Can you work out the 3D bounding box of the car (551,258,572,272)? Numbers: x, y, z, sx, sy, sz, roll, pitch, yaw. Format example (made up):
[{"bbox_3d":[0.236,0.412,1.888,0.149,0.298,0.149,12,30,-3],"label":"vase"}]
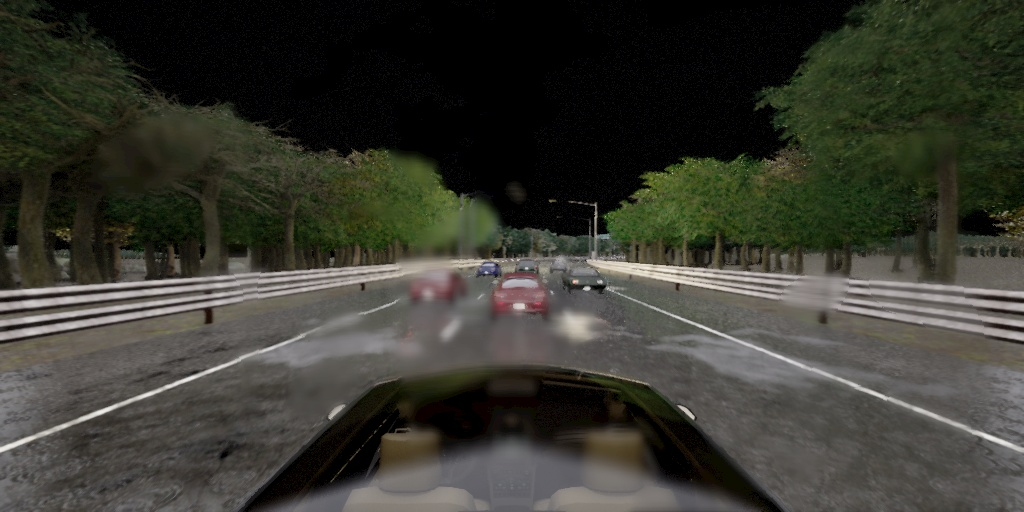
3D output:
[{"bbox_3d":[5.524,1.279,41.464,1.994,1.385,4.181,0,0,7],"label":"car"}]

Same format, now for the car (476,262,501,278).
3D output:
[{"bbox_3d":[-2.051,1.265,33.511,1.812,1.442,4.674,0,0,4],"label":"car"}]

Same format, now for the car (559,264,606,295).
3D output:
[{"bbox_3d":[3.883,1.321,20.033,1.895,1.301,4.718,0,0,3],"label":"car"}]

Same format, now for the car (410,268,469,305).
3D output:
[{"bbox_3d":[-3.084,1.271,15.836,1.812,1.442,4.674,0,0,2],"label":"car"}]

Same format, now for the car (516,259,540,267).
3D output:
[{"bbox_3d":[1.428,1.096,32.887,2.097,1.767,4.553,0,0,4],"label":"car"}]

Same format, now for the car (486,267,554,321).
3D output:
[{"bbox_3d":[0.302,1.275,12.371,1.812,1.442,4.674,0,0,2],"label":"car"}]
